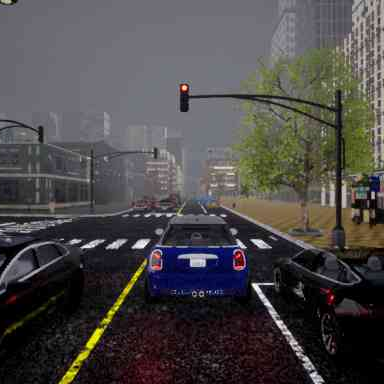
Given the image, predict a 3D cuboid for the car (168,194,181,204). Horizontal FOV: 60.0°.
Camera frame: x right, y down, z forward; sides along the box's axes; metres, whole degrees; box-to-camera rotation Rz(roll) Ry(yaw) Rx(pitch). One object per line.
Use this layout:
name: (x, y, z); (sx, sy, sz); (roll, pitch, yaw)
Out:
car: (-3.033, 1.481, 48.511); (1.882, 1.535, 5.008); (0, 0, 0)

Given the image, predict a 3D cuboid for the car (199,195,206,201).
car: (2.812, 1.534, 88.311); (1.752, 1.417, 4.829); (0, 0, 0)

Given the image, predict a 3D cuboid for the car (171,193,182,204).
car: (-2.992, 1.226, 59.008); (2.150, 2.045, 5.566); (0, 0, 1)

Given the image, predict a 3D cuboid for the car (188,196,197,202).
car: (0.106, 1.547, 79.206); (2.033, 1.411, 5.357); (0, 0, 0)

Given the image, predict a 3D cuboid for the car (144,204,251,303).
car: (0.111, 1.352, 8.372); (2.097, 1.767, 4.553); (0, 0, 0)

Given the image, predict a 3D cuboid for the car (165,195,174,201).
car: (-5.577, 1.559, 82.599); (2.008, 1.369, 4.403); (0, 0, 0)

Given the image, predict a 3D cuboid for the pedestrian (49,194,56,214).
pedestrian: (-12.710, 1.039, 30.205); (0.375, 1.860, 0.375); (0, -1, -1)

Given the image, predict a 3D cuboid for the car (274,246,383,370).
car: (2.701, 1.566, 5.704); (1.947, 1.339, 4.313); (0, 0, 0)

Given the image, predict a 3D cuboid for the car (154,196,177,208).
car: (-3.041, 1.528, 38.477); (1.812, 1.442, 4.674); (0, 0, -2)

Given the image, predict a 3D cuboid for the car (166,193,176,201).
car: (-5.568, 1.324, 88.150); (2.192, 1.841, 5.009); (0, 0, 0)

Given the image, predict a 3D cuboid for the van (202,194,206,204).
van: (2.760, 1.345, 49.284); (1.690, 1.788, 3.998); (0, 0, 0)

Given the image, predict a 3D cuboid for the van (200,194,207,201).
van: (2.805, 1.349, 82.590); (1.690, 1.788, 3.998); (0, 0, 0)

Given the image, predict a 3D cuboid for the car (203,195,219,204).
car: (2.752, 1.528, 43.903); (1.752, 1.417, 4.829); (0, 0, 0)

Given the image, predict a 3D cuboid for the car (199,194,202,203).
car: (2.774, 1.556, 60.386); (2.008, 1.369, 4.403); (0, 0, 0)

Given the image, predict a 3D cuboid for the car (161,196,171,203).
car: (-5.592, 1.532, 71.327); (1.752, 1.417, 4.829); (0, 0, 0)

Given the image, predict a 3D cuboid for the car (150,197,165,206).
car: (-5.614, 1.555, 54.844); (2.008, 1.369, 4.403); (0, 0, 0)

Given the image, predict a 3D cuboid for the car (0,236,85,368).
car: (-3.073, 1.493, 4.853); (2.128, 1.511, 4.902); (0, 0, 0)

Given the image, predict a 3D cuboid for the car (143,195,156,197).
car: (-5.628, 1.318, 43.742); (2.192, 1.841, 5.009); (0, 0, 0)

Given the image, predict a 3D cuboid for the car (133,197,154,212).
car: (-5.636, 1.584, 38.191); (1.802, 1.307, 4.206); (0, 0, 0)
